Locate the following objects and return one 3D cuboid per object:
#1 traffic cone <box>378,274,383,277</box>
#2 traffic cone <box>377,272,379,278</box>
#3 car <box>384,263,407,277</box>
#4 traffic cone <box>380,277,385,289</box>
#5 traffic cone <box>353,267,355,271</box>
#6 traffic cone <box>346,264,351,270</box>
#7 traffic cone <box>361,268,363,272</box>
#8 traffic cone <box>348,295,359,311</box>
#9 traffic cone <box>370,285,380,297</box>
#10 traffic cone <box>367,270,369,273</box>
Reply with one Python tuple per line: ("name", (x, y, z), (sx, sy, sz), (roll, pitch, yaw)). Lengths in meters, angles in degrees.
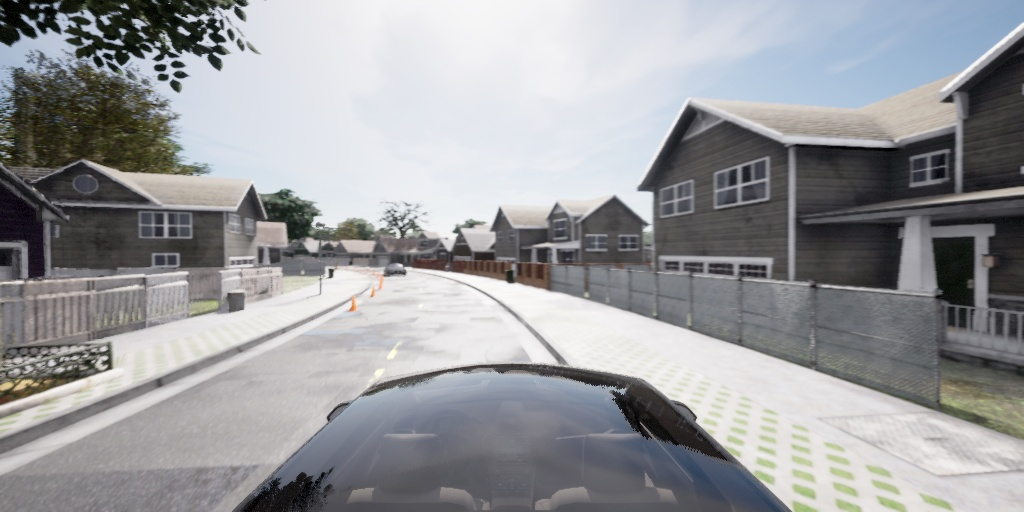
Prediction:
("traffic cone", (-10.008, 1.876, 27.817), (0.340, 0.580, 0.340), (0, 0, -20))
("traffic cone", (-11.759, 1.896, 32.376), (0.340, 0.580, 0.340), (0, 0, -22))
("car", (-12.696, 1.503, 39.015), (1.994, 1.385, 4.181), (-1, 0, -26))
("traffic cone", (-8.470, 1.849, 23.182), (0.340, 0.580, 0.340), (0, 0, -17))
("traffic cone", (-23.593, 1.907, 53.675), (0.340, 0.580, 0.340), (0, 0, -36))
("traffic cone", (-26.540, 1.904, 57.570), (0.340, 0.580, 0.340), (0, 0, -38))
("traffic cone", (-20.833, 1.913, 49.646), (0.340, 0.580, 0.340), (0, 0, -33))
("traffic cone", (-6.054, 1.784, 13.719), (0.340, 0.580, 0.340), (0, 0, -12))
("traffic cone", (-7.151, 1.816, 18.478), (0.340, 0.580, 0.340), (0, 0, -14))
("traffic cone", (-18.265, 1.919, 45.492), (0.340, 0.580, 0.340), (0, 0, -30))
